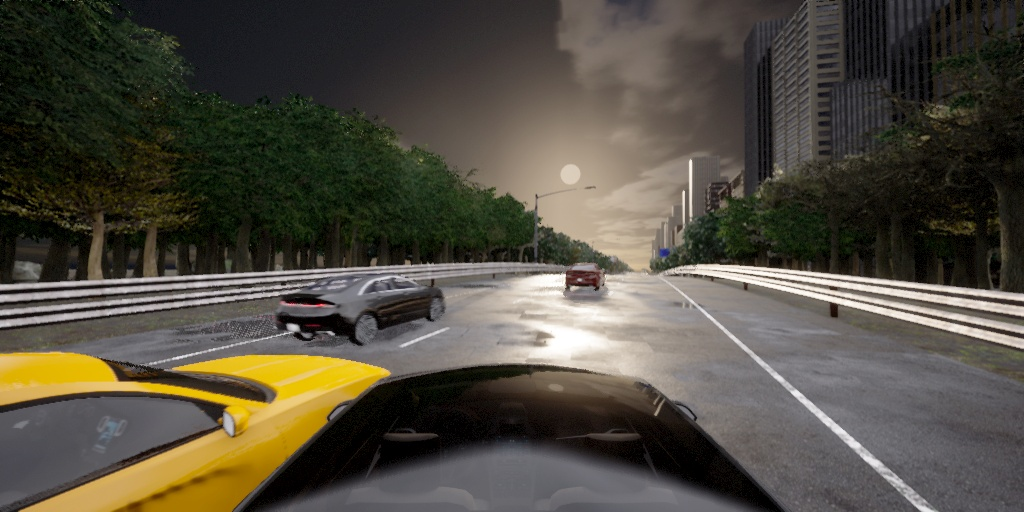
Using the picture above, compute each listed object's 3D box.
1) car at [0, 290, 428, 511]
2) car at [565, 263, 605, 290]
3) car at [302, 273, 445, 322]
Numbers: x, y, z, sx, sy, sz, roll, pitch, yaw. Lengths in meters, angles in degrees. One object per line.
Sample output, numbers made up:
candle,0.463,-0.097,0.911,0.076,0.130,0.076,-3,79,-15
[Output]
car,-2.615,1.226,1.636,1.882,1.535,5.008,0,1,19
car,4.539,1.175,21.882,1.882,1.535,5.008,0,0,19
car,-3.566,1.195,9.449,2.128,1.511,4.902,0,0,19
